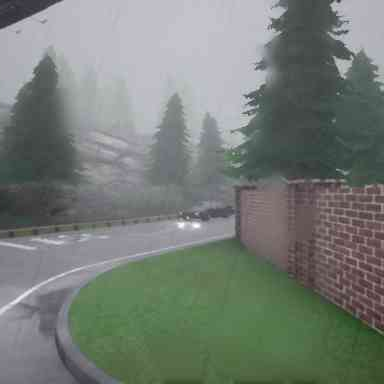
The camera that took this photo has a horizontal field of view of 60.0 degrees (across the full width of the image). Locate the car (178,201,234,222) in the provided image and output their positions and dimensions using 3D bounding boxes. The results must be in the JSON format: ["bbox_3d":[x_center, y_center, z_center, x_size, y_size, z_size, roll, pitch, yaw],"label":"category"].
[{"bbox_3d":[1.202,1.363,24.693,2.033,1.411,5.357,0,0,35],"label":"car"}]
